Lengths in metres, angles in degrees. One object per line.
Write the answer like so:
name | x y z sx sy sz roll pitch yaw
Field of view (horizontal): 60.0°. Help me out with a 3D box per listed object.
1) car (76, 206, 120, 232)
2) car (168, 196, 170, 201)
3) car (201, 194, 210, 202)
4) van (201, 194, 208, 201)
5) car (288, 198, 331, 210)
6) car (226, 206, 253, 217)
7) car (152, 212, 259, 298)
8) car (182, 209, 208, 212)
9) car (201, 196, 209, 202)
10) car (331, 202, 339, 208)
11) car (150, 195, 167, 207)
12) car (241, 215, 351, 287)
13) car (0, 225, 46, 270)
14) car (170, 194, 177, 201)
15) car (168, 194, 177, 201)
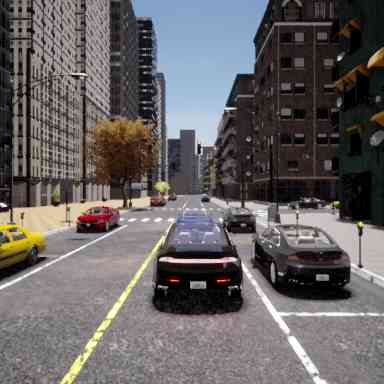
car | -5.594 1.549 20.224 1.887 1.381 4.507 0 0 0
car | -5.405 1.605 58.134 1.947 1.339 4.313 0 0 0
car | 3.058 1.628 74.660 1.947 1.339 4.313 0 0 0
van | 3.113 1.422 85.707 1.690 1.788 3.998 0 0 0
car | 13.620 1.358 39.534 4.403 1.369 2.008 -1 1 0
car | 2.786 1.555 20.182 2.008 1.369 4.403 0 0 0
car | 0.130 1.492 8.518 2.128 1.511 4.902 0 0 0
car | 0.167 1.604 18.636 1.895 1.301 4.718 0 0 1
car | 3.086 1.597 80.353 1.752 1.417 4.829 0 0 0
car | 19.017 1.258 39.562 4.829 1.417 1.752 -1 1 0
car | -5.433 1.348 52.611 2.192 1.841 5.009 0 0 0
car | 2.732 1.551 9.116 2.008 1.369 4.403 0 0 0
car | -5.649 1.526 8.988 1.752 1.417 4.829 0 0 0
car | -5.268 1.647 85.749 1.947 1.339 4.313 0 0 0
car | -5.241 1.407 91.271 2.192 1.841 5.009 0 0 0
